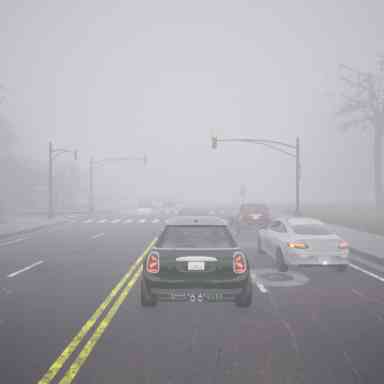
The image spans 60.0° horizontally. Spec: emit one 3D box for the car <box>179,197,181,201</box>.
[{"bbox_3d":[-3.188,1.464,64.301,2.128,1.511,4.902,0,0,1],"label":"car"}]

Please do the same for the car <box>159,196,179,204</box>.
[{"bbox_3d":[-3.263,1.490,48.279,1.837,1.490,4.892,0,0,0],"label":"car"}]

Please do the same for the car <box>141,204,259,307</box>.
[{"bbox_3d":[0.090,1.352,8.122,2.097,1.767,4.553,0,0,0],"label":"car"}]

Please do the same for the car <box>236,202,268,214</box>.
[{"bbox_3d":[3.342,1.351,19.468,2.097,1.767,4.553,0,0,0],"label":"car"}]

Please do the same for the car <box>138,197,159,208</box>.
[{"bbox_3d":[-6.514,1.478,47.968,2.128,1.511,4.902,0,0,0],"label":"car"}]

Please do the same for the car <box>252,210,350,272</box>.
[{"bbox_3d":[3.351,1.525,10.674,1.812,1.442,4.674,0,0,0],"label":"car"}]

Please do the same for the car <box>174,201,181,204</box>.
[{"bbox_3d":[0.071,1.477,17.387,1.882,1.535,5.008,0,0,0],"label":"car"}]
